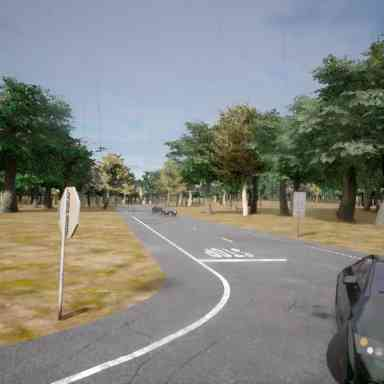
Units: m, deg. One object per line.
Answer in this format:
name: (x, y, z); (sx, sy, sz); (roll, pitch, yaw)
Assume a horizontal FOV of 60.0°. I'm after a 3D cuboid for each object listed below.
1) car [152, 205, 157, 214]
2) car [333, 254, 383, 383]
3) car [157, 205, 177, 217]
car: (-5.728, 2.962, 56.896); (1.882, 1.535, 5.008); (3, -2, -14)
car: (3.124, 1.643, 4.647); (1.994, 1.385, 4.181); (1, -1, 22)
car: (-3.470, 2.851, 48.049); (1.895, 1.301, 4.718); (3, -2, -13)
